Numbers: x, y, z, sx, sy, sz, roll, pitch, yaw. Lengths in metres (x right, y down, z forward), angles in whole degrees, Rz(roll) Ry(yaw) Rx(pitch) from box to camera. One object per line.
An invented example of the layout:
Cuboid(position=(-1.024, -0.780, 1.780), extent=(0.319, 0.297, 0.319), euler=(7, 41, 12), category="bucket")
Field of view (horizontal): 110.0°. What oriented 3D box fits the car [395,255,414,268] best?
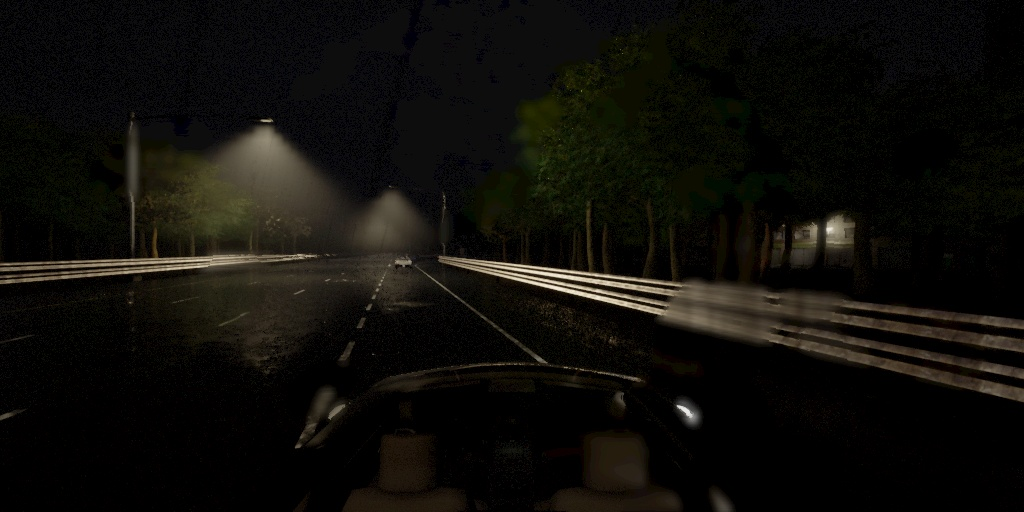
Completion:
Cuboid(position=(-13.454, 0.791, 44.312), extent=(1.895, 1.301, 4.718), euler=(0, 1, -18), category="car")
